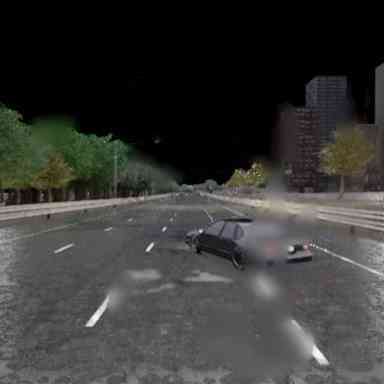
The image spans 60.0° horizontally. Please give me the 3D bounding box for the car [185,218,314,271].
[{"bbox_3d":[1.582,1.598,11.293,2.033,1.411,5.357,0,0,-25],"label":"car"}]
